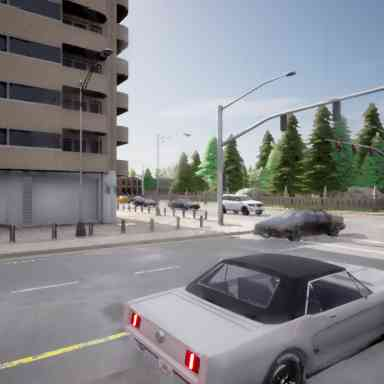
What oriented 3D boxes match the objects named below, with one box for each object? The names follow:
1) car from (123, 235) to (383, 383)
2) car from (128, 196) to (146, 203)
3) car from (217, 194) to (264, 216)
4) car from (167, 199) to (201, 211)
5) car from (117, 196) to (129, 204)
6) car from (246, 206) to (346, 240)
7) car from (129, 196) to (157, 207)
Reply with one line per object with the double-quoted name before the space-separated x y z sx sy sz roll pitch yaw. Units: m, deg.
"car" 1.537 1.601 4.875 4.718 1.301 1.895 0 0 -35
"car" -11.592 1.581 69.539 1.812 1.442 4.674 0 0 -36
"car" 4.931 1.278 34.273 2.150 2.045 5.566 0 0 -36
"car" -1.136 1.603 42.699 2.033 1.411 5.357 0 0 -36
"car" -14.208 1.533 67.189 1.882 1.535 5.008 0 0 -36
"car" 5.465 1.547 16.463 5.357 1.411 2.033 0 0 -35
"car" -7.268 1.603 51.256 2.033 1.411 5.357 0 0 -36
